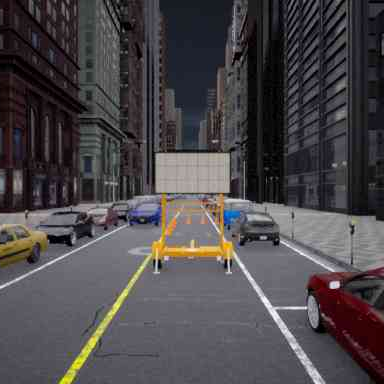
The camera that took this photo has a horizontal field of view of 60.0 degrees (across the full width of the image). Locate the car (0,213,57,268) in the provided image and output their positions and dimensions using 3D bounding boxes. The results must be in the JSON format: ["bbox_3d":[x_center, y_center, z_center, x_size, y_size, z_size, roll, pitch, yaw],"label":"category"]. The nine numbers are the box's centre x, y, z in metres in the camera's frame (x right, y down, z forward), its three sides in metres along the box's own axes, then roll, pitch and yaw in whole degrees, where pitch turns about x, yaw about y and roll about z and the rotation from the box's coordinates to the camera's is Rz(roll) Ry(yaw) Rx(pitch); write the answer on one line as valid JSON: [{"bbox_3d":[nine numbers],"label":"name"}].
[{"bbox_3d":[-5.745,1.526,9.365,1.752,1.417,4.829,0,0,0],"label":"car"}]

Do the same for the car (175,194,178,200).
[{"bbox_3d":[-5.585,1.658,88.447,1.947,1.339,4.313,0,0,0],"label":"car"}]

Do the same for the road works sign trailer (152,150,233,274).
[{"bbox_3d":[0.021,0.466,10.562,2.380,3.560,2.880,0,0,0],"label":"road works sign trailer"}]

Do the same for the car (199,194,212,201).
[{"bbox_3d":[2.882,1.360,60.261,2.192,1.841,5.009,0,0,0],"label":"car"}]

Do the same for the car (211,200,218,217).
[{"bbox_3d":[2.814,1.560,26.444,2.008,1.369,4.403,0,0,0],"label":"car"}]

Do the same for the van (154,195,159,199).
[{"bbox_3d":[-5.677,1.366,43.355,1.690,1.788,3.998,0,0,0],"label":"van"}]

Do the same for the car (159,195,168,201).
[{"bbox_3d":[-5.654,1.352,54.628,2.192,1.841,5.009,0,0,0],"label":"car"}]

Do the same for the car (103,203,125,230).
[{"bbox_3d":[-5.722,1.588,20.809,1.802,1.307,4.206,0,0,0],"label":"car"}]

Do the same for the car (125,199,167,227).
[{"bbox_3d":[-3.054,1.484,23.019,1.882,1.535,5.008,0,0,0],"label":"car"}]

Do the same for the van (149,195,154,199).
[{"bbox_3d":[-5.688,1.360,37.719,1.690,1.788,3.998,0,0,0],"label":"van"}]

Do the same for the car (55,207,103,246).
[{"bbox_3d":[-5.734,1.569,15.172,1.947,1.339,4.313,0,0,0],"label":"car"}]

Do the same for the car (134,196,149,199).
[{"bbox_3d":[-5.700,1.454,32.082,1.967,1.590,4.097,0,0,0],"label":"car"}]

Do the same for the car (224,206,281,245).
[{"bbox_3d":[2.791,1.554,15.172,2.008,1.369,4.403,0,0,0],"label":"car"}]

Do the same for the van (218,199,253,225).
[{"bbox_3d":[2.802,1.347,20.808,1.690,1.788,3.998,0,0,0],"label":"van"}]

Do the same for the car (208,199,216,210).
[{"bbox_3d":[2.826,1.596,32.081,1.802,1.307,4.206,0,0,0],"label":"car"}]

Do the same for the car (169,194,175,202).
[{"bbox_3d":[-5.608,1.616,77.174,1.887,1.381,4.507,0,0,0],"label":"car"}]

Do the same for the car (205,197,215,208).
[{"bbox_3d":[2.837,1.570,37.717,2.008,1.369,4.403,0,0,0],"label":"car"}]

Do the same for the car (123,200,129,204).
[{"bbox_3d":[-5.711,1.575,26.445,1.947,1.339,4.313,0,0,0],"label":"car"}]

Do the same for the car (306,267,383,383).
[{"bbox_3d":[2.769,1.545,3.899,1.887,1.381,4.507,0,0,0],"label":"car"}]

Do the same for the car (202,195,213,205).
[{"bbox_3d":[2.860,1.575,48.989,1.887,1.381,4.507,0,0,0],"label":"car"}]
